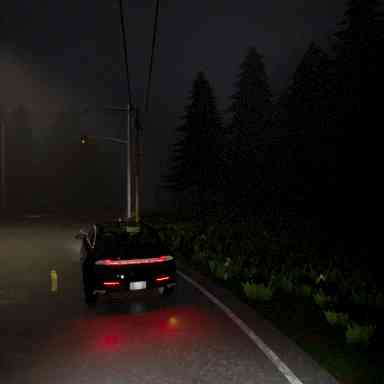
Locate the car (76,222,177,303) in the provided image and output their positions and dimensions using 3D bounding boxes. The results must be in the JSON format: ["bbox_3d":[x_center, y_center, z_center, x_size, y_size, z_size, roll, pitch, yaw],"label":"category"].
[{"bbox_3d":[-1.789,1.492,8.351,2.128,1.511,4.902,0,0,-19],"label":"car"}]
